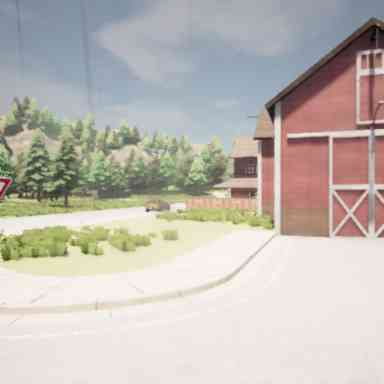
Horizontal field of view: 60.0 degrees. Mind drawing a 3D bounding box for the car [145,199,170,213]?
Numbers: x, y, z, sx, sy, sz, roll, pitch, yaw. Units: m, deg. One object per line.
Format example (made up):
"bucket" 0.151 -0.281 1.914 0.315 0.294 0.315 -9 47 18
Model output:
"car" -4.015 1.616 38.861 1.816 1.474 4.193 -6 -2 16
